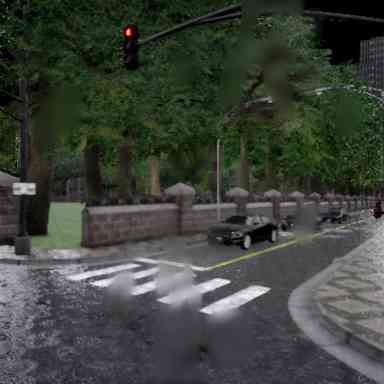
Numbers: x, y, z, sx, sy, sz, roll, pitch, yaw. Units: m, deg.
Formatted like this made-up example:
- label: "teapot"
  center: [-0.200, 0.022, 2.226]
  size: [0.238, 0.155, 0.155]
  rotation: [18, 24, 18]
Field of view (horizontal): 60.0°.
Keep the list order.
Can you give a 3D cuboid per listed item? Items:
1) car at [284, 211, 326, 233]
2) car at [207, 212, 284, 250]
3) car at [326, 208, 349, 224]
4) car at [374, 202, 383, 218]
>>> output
- label: "car"
  center: [7.900, 2.069, 23.881]
  size: [1.994, 1.385, 4.181]
  rotation: [0, -1, 35]
- label: "car"
  center: [2.602, 1.794, 16.375]
  size: [1.882, 1.535, 5.008]
  rotation: [0, -1, 35]
- label: "car"
  center: [14.027, 2.276, 32.559]
  size: [2.033, 1.411, 5.357]
  rotation: [0, -1, 35]
- label: "car"
  center: [24.076, 2.223, 41.267]
  size: [2.150, 2.045, 5.566]
  rotation: [0, -1, 35]
